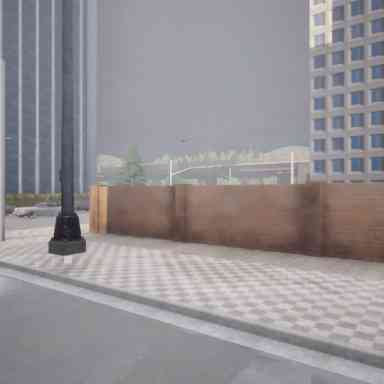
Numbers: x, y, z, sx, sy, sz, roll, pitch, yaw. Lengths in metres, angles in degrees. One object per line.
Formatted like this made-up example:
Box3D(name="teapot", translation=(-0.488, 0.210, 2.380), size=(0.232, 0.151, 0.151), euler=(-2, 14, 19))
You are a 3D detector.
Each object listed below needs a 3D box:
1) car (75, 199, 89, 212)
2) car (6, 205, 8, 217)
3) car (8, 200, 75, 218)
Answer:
Box3D(name="car", translation=(-12.432, 1.547, 37.497), size=(2.033, 1.411, 5.357), euler=(0, 0, 35))
Box3D(name="car", translation=(-18.241, 1.547, 29.267), size=(2.033, 1.411, 5.357), euler=(0, 0, 32))
Box3D(name="car", translation=(-13.438, 1.601, 29.961), size=(1.895, 1.301, 4.718), euler=(0, 0, 35))
